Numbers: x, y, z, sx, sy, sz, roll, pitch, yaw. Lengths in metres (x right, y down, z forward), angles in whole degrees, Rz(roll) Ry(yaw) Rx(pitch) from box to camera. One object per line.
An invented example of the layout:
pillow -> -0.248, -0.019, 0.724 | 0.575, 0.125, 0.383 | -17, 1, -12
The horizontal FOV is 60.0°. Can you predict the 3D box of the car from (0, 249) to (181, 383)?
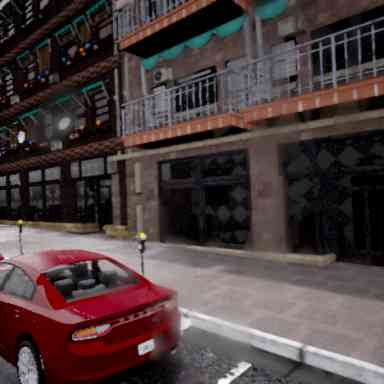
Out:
car -> -2.176, 1.548, 5.021 | 4.507, 1.381, 1.887 | -1, -1, 41
